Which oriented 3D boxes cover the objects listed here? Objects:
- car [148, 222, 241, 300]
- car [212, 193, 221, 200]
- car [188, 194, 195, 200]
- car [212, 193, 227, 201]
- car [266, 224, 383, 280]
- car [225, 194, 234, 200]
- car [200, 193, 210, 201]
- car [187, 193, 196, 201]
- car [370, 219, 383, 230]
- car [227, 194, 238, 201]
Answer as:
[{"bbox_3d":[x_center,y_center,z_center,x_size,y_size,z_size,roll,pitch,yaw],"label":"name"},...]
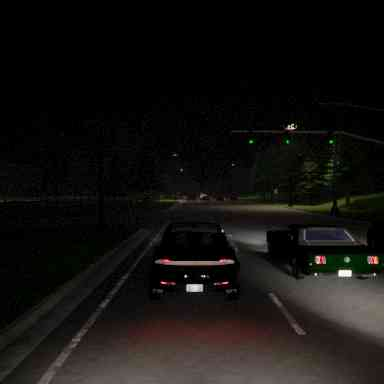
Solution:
[{"bbox_3d":[0.057,1.492,8.336,2.128,1.511,4.902,0,0,0],"label":"car"},{"bbox_3d":[6.841,1.187,92.595,2.097,1.767,4.553,0,0,0],"label":"car"},{"bbox_3d":[-0.159,1.310,92.613,1.882,1.535,5.008,0,0,0],"label":"car"},{"bbox_3d":[6.859,1.531,82.206,2.033,1.411,5.357,0,0,0],"label":"car"},{"bbox_3d":[3.562,1.601,9.933,1.895,1.301,4.718,0,0,0],"label":"car"},{"bbox_3d":[10.341,1.332,92.632,1.837,1.490,4.892,0,0,0],"label":"car"},{"bbox_3d":[3.358,1.545,82.616,1.994,1.385,4.181,0,0,0],"label":"car"},{"bbox_3d":[-0.141,1.217,82.223,2.150,2.045,5.566,0,0,0],"label":"car"},{"bbox_3d":[7.057,1.221,9.027,2.150,2.045,5.566,0,0,0],"label":"car"},{"bbox_3d":[10.358,1.516,82.628,1.812,1.442,4.674,0,0,0],"label":"car"}]
